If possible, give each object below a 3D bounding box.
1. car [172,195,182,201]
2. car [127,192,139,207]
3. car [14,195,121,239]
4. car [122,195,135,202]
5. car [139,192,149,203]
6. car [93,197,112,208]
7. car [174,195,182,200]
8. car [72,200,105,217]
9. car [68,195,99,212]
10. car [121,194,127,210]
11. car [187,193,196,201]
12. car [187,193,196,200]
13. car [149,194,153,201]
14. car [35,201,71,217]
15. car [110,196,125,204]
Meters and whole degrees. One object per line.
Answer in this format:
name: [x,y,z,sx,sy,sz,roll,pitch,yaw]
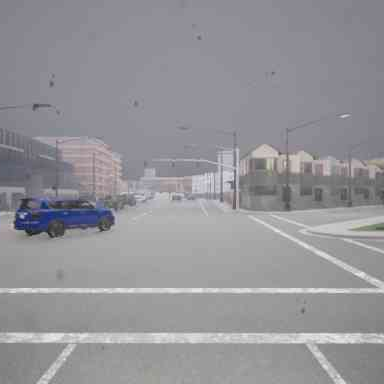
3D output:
car: [-3.630,1.345,77.408,2.128,1.511,4.902,0,-1,0]
car: [-10.677,1.307,54.963,2.150,2.045,5.566,0,1,0]
car: [-6.813,1.315,18.378,2.150,2.045,5.566,0,0,31]
car: [-14.125,1.363,74.272,2.033,1.411,5.357,0,0,0]
car: [-10.634,1.099,66.649,2.150,2.045,5.566,0,1,0]
car: [-14.176,1.641,53.116,1.812,1.442,4.674,0,1,0]
car: [-3.648,1.379,87.866,1.895,1.301,4.718,0,-2,0]
car: [-10.660,1.671,34.685,1.882,1.535,5.008,0,0,0]
car: [-14.169,1.428,43.819,2.150,2.045,5.566,0,0,0]
car: [-10.665,1.421,44.617,2.150,2.045,5.566,0,1,1]
car: [-0.131,1.420,77.859,1.895,1.301,4.718,0,-1,0]
car: [-0.148,1.139,87.819,2.097,1.767,4.553,0,-2,0]
car: [-10.637,1.312,80.950,1.882,1.535,5.008,0,0,0]
car: [-14.161,1.718,34.248,1.812,1.442,4.674,0,0,0]
car: [-14.151,1.492,63.357,1.994,1.385,4.181,0,1,0]
